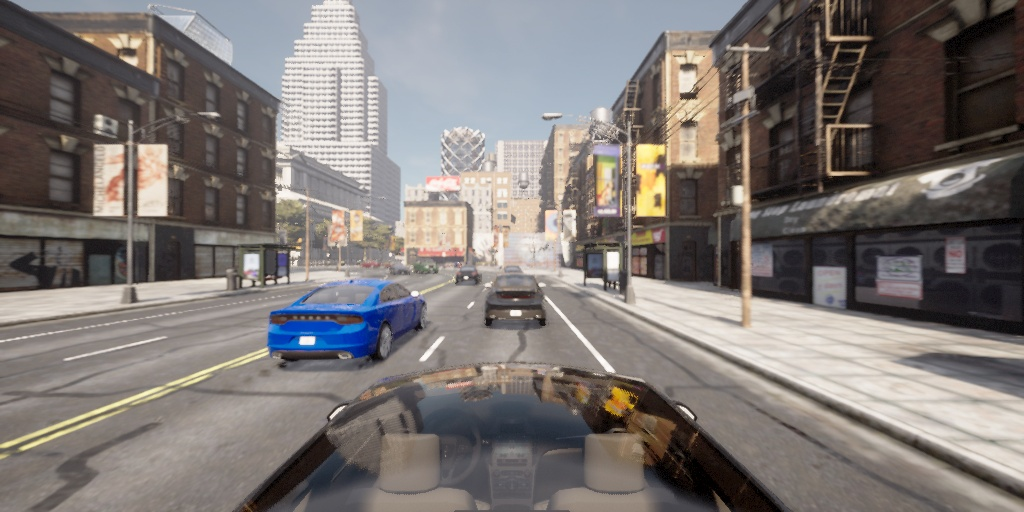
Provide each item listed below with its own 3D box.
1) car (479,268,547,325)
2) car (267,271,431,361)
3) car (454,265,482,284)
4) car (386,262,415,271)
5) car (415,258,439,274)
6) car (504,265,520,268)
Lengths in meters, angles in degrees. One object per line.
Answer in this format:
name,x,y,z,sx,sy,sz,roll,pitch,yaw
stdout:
car,0.101,1.329,12.218,1.837,1.490,4.892,0,0,0
car,-3.400,1.275,8.437,1.882,1.535,5.008,0,0,0
car,-3.483,1.468,29.014,1.812,1.442,4.674,0,0,-2
car,-13.688,1.593,43.659,2.033,1.411,5.357,0,-1,-26
car,-11.110,1.286,46.157,2.150,2.045,5.566,1,-1,-28
car,-0.002,1.468,29.015,1.812,1.442,4.674,0,0,-2
